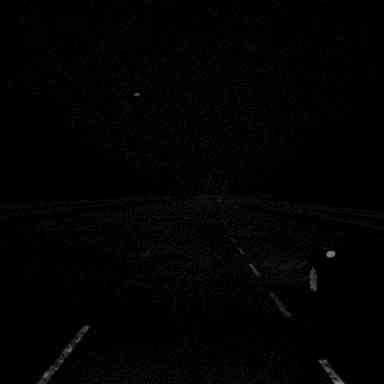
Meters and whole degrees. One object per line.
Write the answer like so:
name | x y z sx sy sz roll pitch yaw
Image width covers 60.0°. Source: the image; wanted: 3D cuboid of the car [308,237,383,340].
car | 3.553 1.500 5.626 1.882 1.535 5.008 0 0 1
